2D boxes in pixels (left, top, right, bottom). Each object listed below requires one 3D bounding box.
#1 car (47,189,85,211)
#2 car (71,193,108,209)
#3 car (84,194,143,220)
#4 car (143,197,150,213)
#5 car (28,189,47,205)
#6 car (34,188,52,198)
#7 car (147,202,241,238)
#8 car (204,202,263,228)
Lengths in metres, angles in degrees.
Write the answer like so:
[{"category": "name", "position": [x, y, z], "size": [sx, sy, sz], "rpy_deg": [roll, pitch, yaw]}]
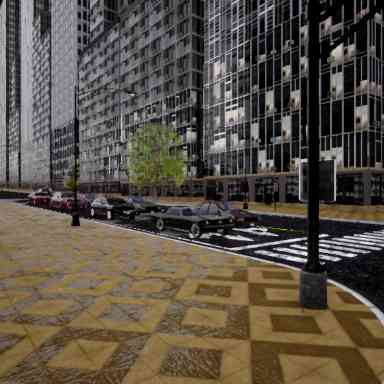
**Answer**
[{"category": "car", "position": [-11.794, 0.776, 31.484], "size": [2.097, 1.767, 4.553], "rpy_deg": [0, 1, -38]}, {"category": "car", "position": [-11.140, 0.911, 35.924], "size": [2.033, 1.411, 5.357], "rpy_deg": [0, 1, -38]}, {"category": "car", "position": [-5.678, 1.110, 23.683], "size": [1.837, 1.490, 4.892], "rpy_deg": [0, 1, -38]}, {"category": "car", "position": [-4.636, 1.104, 27.625], "size": [2.033, 1.411, 5.357], "rpy_deg": [0, 1, -37]}, {"category": "car", "position": [-18.103, 0.712, 39.606], "size": [1.882, 1.535, 5.008], "rpy_deg": [0, 1, -37]}, {"category": "car", "position": [-28.493, 0.111, 63.707], "size": [2.097, 1.767, 4.553], "rpy_deg": [0, 1, -38]}, {"category": "car", "position": [-0.088, 1.372, 16.572], "size": [1.895, 1.301, 4.718], "rpy_deg": [0, 1, -38]}, {"category": "car", "position": [1.636, 1.289, 19.691], "size": [2.033, 1.411, 5.357], "rpy_deg": [0, 1, -36]}]
